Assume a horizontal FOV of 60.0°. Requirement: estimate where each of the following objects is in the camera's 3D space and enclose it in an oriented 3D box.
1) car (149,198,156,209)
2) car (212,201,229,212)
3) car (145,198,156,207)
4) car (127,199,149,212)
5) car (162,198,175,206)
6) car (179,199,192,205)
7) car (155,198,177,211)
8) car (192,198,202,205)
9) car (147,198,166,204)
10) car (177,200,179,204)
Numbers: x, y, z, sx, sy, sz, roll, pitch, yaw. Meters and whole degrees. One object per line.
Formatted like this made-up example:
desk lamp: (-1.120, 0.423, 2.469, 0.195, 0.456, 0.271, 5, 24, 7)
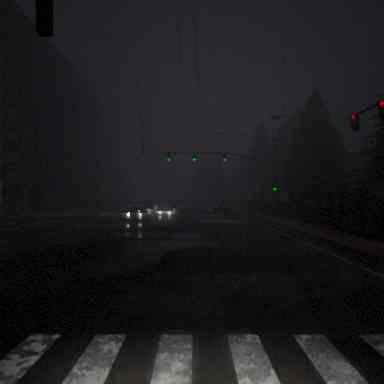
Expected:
car: (-7.135, 1.858, 52.282, 1.882, 1.535, 5.008, 0, 0, -1)
car: (3.609, 1.859, 42.813, 2.033, 1.411, 5.357, 0, 0, 0)
car: (-7.979, 1.990, 63.860, 1.812, 1.442, 4.674, 0, -1, -11)
car: (-7.073, 1.839, 43.022, 1.812, 1.442, 4.674, 0, 0, 0)
car: (-4.638, 1.999, 65.062, 1.812, 1.442, 4.674, 0, 0, -11)
car: (-2.056, 2.104, 69.257, 1.895, 1.301, 4.718, 0, 0, -17)
car: (-3.570, 1.897, 45.754, 1.994, 1.385, 4.181, 0, 0, 0)
car: (0.706, 2.049, 72.181, 1.812, 1.442, 4.674, 0, 0, -22)
car: (-8.853, 2.136, 82.120, 2.033, 1.411, 5.357, 0, -1, -41)
car: (-3.609, 1.947, 54.938, 2.033, 1.411, 5.357, 0, 0, 0)
